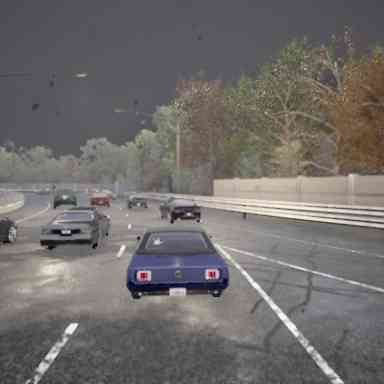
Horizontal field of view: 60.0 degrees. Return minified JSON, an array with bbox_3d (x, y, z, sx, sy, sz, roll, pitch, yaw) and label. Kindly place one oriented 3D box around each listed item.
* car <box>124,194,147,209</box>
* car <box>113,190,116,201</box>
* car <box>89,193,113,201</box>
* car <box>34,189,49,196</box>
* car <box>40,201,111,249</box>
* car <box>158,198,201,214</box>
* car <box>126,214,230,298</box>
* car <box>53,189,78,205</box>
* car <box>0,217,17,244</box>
[{"bbox_3d":[-5.932,0.934,34.816,1.837,1.490,4.892,0,1,-17],"label":"car"},{"bbox_3d":[-13.558,0.739,52.547,1.895,1.301,4.718,0,1,-28],"label":"car"},{"bbox_3d":[-10.286,0.874,36.787,1.882,1.535,5.008,0,1,-20],"label":"car"},{"bbox_3d":[-37.902,-0.019,83.673,4.553,1.767,2.097,1,1,40],"label":"car"},{"bbox_3d":[-4.472,1.326,13.423,2.033,1.411,5.357,0,1,-7],"label":"car"},{"bbox_3d":[-0.918,1.117,22.003,1.882,1.535,5.008,0,1,-17],"label":"car"},{"bbox_3d":[-0.423,1.467,8.156,1.895,1.301,4.718,0,1,-5],"label":"car"},{"bbox_3d":[-13.222,0.650,34.741,2.150,2.045,5.566,0,1,-19],"label":"car"},{"bbox_3d":[-7.783,1.314,11.469,1.837,1.490,4.892,0,1,-6],"label":"car"}]
